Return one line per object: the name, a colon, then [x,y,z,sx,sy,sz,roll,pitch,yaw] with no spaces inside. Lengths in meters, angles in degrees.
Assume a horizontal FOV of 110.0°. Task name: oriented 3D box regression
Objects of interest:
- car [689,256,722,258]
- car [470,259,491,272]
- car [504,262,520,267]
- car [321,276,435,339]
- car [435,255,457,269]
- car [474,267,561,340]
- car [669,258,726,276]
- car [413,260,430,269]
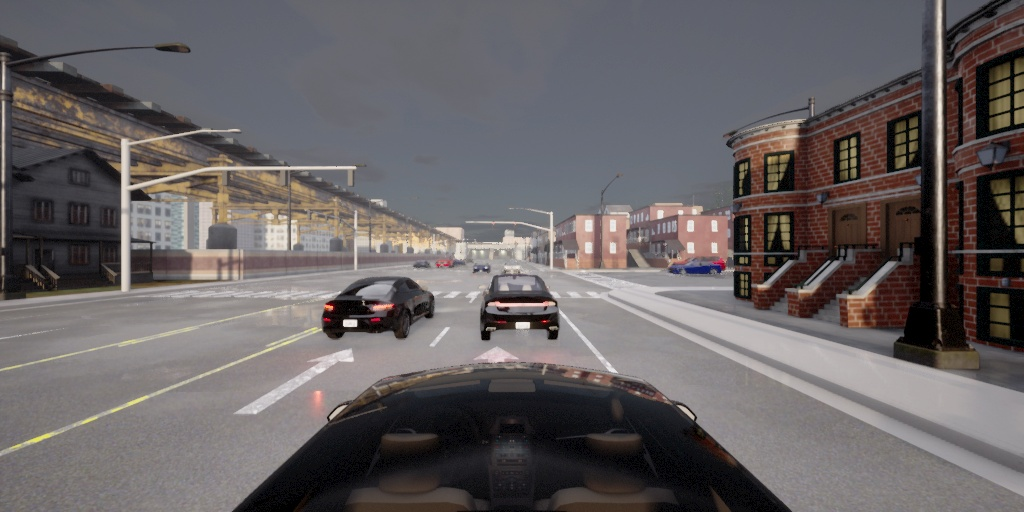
car: [20.877,0.968,40.247,5.566,2.045,2.150,0,0,0]
car: [-3.517,1.348,42.782,1.895,1.301,4.718,0,0,0]
car: [-0.018,1.348,42.790,1.895,1.301,4.718,0,0,0]
car: [-3.451,1.275,9.960,1.812,1.442,4.674,0,0,0]
car: [-10.748,0.960,57.660,2.150,2.045,5.566,0,1,-1]
car: [0.091,1.241,9.927,2.128,1.511,4.902,0,0,-3]
car: [18.694,1.225,36.739,5.008,1.535,1.882,0,0,0]
car: [-14.239,1.309,56.674,1.994,1.385,4.181,0,0,0]
